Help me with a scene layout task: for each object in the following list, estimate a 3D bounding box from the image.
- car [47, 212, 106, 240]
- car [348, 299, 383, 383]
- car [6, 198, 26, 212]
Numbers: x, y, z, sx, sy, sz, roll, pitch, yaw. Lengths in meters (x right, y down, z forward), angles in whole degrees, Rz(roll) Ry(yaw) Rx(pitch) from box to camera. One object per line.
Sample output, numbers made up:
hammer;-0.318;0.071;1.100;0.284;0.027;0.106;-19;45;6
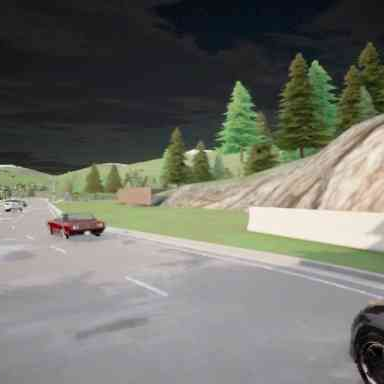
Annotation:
car;-6.497;1.775;18.241;1.895;1.301;4.718;-2;0;-37
car;3.132;1.461;2.441;1.994;1.385;4.181;-2;0;-10
car;-27.934;2.014;52.548;2.150;2.045;5.566;-2;0;-24
